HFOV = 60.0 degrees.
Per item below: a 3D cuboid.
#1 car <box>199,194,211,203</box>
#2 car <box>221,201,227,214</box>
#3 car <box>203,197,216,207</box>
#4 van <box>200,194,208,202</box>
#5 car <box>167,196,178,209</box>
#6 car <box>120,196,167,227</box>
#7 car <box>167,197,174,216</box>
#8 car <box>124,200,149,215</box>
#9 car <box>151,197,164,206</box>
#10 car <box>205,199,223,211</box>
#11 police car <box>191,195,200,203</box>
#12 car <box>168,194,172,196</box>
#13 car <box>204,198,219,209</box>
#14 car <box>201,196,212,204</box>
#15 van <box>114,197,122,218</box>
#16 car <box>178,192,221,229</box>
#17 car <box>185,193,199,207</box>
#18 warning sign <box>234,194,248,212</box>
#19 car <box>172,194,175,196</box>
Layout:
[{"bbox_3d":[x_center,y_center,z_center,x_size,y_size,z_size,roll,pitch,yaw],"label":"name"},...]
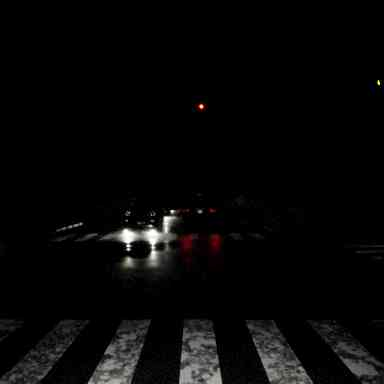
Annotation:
[{"bbox_3d":[2.645,1.348,68.602,2.192,1.841,5.009,0,0,0],"label":"car"},{"bbox_3d":[2.713,1.553,35.449,1.887,1.381,4.507,0,0,0],"label":"car"},{"bbox_3d":[2.679,1.546,52.195,1.752,1.417,4.829,0,0,0],"label":"car"},{"bbox_3d":[2.634,1.378,74.127,1.690,1.788,3.998,0,0,0],"label":"van"},{"bbox_3d":[-3.173,1.562,43.996,2.033,1.411,5.357,0,0,0],"label":"car"},{"bbox_3d":[-3.204,1.355,22.882,2.097,1.767,4.553,0,0,2],"label":"car"},{"bbox_3d":[-3.158,1.512,33.228,1.837,1.490,4.892,0,0,0],"label":"car"},{"bbox_3d":[-5.842,1.553,35.452,1.887,1.381,4.507,0,0,0],"label":"car"},{"bbox_3d":[-5.878,1.606,57.552,1.802,1.307,4.206,0,0,0],"label":"car"},{"bbox_3d":[2.702,1.557,40.974,1.887,1.381,4.507,0,0,0],"label":"car"},{"bbox_3d":[0.767,1.462,74.175,1.930,1.638,5.238,0,0,0],"label":"police car"},{"bbox_3d":[-5.896,1.583,68.601,2.008,1.369,4.403,0,0,0],"label":"car"},{"bbox_3d":[2.691,1.561,46.500,1.887,1.381,4.507,0,0,0],"label":"car"},{"bbox_3d":[2.657,1.573,63.076,1.887,1.381,4.507,0,0,0],"label":"car"},{"bbox_3d":[-5.833,1.347,29.927,1.690,1.788,3.998,0,0,0],"label":"van"},{"bbox_3d":[0.352,1.226,21.832,2.150,2.045,5.566,0,0,-2],"label":"car"},{"bbox_3d":[-0.050,1.243,53.796,2.150,2.045,5.566,0,0,0],"label":"car"},{"bbox_3d":[5.010,1.123,34.068,1.300,1.860,1.060,0,0,0],"label":"warning sign"},{"bbox_3d":[-5.923,1.571,85.006,1.752,1.417,4.829,0,0,0],"label":"car"}]
